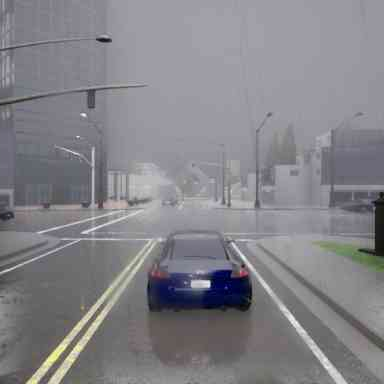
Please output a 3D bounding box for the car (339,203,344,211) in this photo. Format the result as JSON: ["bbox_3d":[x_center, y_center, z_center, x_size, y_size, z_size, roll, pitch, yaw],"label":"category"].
[{"bbox_3d":[18.902,1.484,37.152,4.674,1.442,1.812,0,0,0],"label":"car"}]

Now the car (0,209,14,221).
[{"bbox_3d":[-16.385,1.671,26.190,4.181,1.385,1.994,-1,0,0],"label":"car"}]

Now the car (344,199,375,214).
[{"bbox_3d":[18.449,1.562,33.662,4.718,1.301,1.895,0,0,0],"label":"car"}]

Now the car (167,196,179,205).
[{"bbox_3d":[-3.515,1.504,61.651,1.837,1.490,4.892,0,0,1],"label":"car"}]

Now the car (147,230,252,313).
[{"bbox_3d":[0.091,1.564,7.774,1.994,1.385,4.181,0,0,-2],"label":"car"}]

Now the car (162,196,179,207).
[{"bbox_3d":[-3.565,1.491,51.251,2.128,1.511,4.902,0,0,0],"label":"car"}]
